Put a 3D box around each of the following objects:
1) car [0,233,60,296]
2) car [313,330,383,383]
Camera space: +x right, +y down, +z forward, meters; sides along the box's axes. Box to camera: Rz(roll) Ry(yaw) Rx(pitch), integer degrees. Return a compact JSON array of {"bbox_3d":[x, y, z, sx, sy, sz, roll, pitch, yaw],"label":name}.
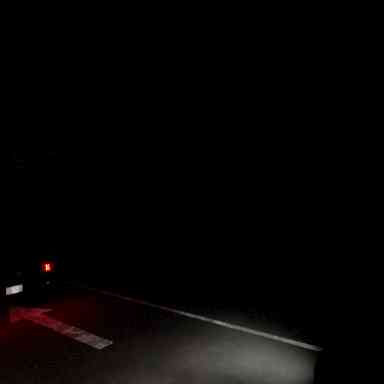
[{"bbox_3d":[-5.231,1.601,7.732,4.718,1.301,1.895,0,0,36],"label":"car"},{"bbox_3d":[3.061,1.526,1.733,4.674,1.442,1.812,0,0,36],"label":"car"}]
